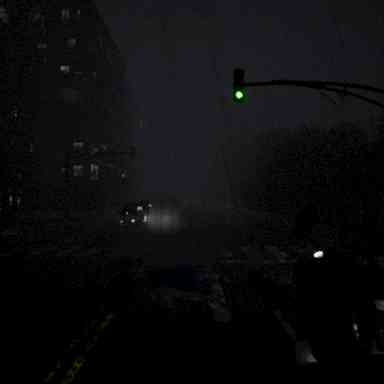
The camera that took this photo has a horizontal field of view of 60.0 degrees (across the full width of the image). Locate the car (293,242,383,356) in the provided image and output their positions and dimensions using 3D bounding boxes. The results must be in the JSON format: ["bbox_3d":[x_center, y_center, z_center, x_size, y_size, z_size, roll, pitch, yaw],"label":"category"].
[{"bbox_3d":[3.343,1.607,6.127,1.994,1.385,4.181,0,0,0],"label":"car"}]

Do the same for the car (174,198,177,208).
[{"bbox_3d":[-3.395,1.852,45.472,1.812,1.442,4.674,0,0,0],"label":"car"}]

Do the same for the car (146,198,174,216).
[{"bbox_3d":[-3.391,1.612,36.488,2.097,1.767,4.553,0,0,0],"label":"car"}]

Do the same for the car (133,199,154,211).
[{"bbox_3d":[-6.651,1.824,46.264,2.128,1.511,4.902,0,0,0],"label":"car"}]

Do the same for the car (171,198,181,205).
[{"bbox_3d":[-3.334,2.004,71.614,1.882,1.535,5.008,0,0,0],"label":"car"}]

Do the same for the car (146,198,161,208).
[{"bbox_3d":[-6.649,1.911,58.031,2.128,1.511,4.902,0,0,0],"label":"car"}]

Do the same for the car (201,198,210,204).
[{"bbox_3d":[3.159,2.055,78.051,1.882,1.535,5.008,0,0,0],"label":"car"}]

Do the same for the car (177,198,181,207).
[{"bbox_3d":[-3.402,1.919,56.968,1.837,1.490,4.892,0,0,0],"label":"car"}]

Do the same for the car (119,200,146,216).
[{"bbox_3d":[-6.644,1.808,36.656,2.033,1.411,5.357,0,0,0],"label":"car"}]
